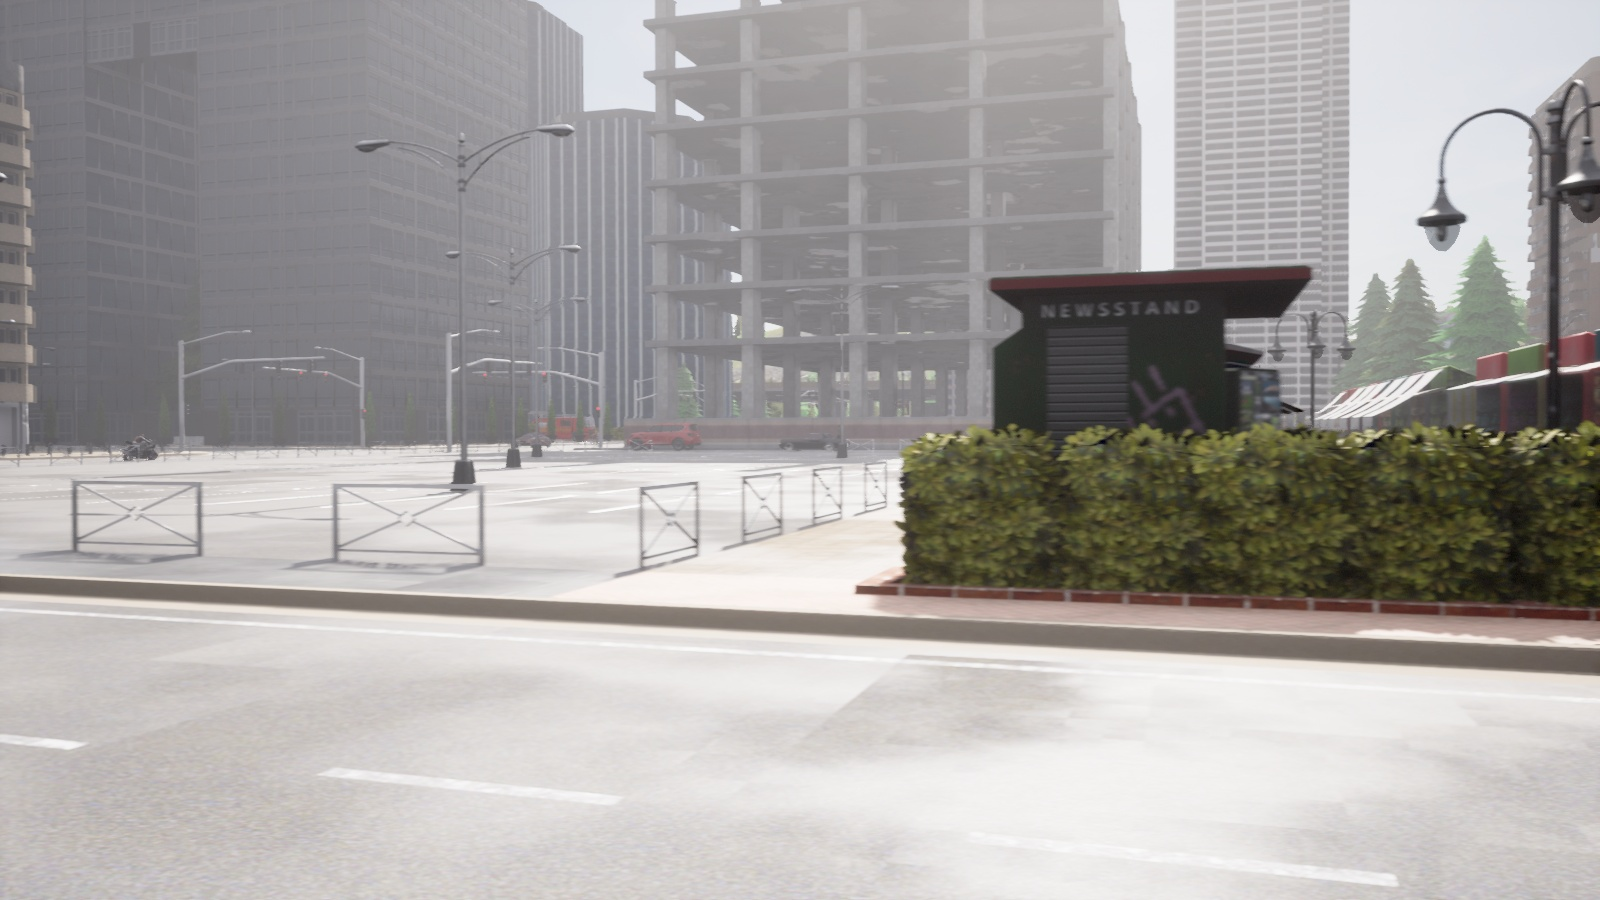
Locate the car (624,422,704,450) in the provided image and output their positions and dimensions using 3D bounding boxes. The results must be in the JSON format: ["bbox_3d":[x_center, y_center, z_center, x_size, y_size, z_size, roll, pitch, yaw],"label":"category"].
[{"bbox_3d":[-10.155,-1.052,93.734,5.566,2.045,2.150,0,1,17],"label":"car"}]

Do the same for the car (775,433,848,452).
[{"bbox_3d":[0.811,-0.518,86.745,4.718,1.301,1.895,0,1,17],"label":"car"}]

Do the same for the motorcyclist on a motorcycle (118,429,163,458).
[{"bbox_3d":[-35.782,-0.367,68.173,0.866,1.530,2.191,0,1,17],"label":"motorcyclist on a motorcycle"}]
